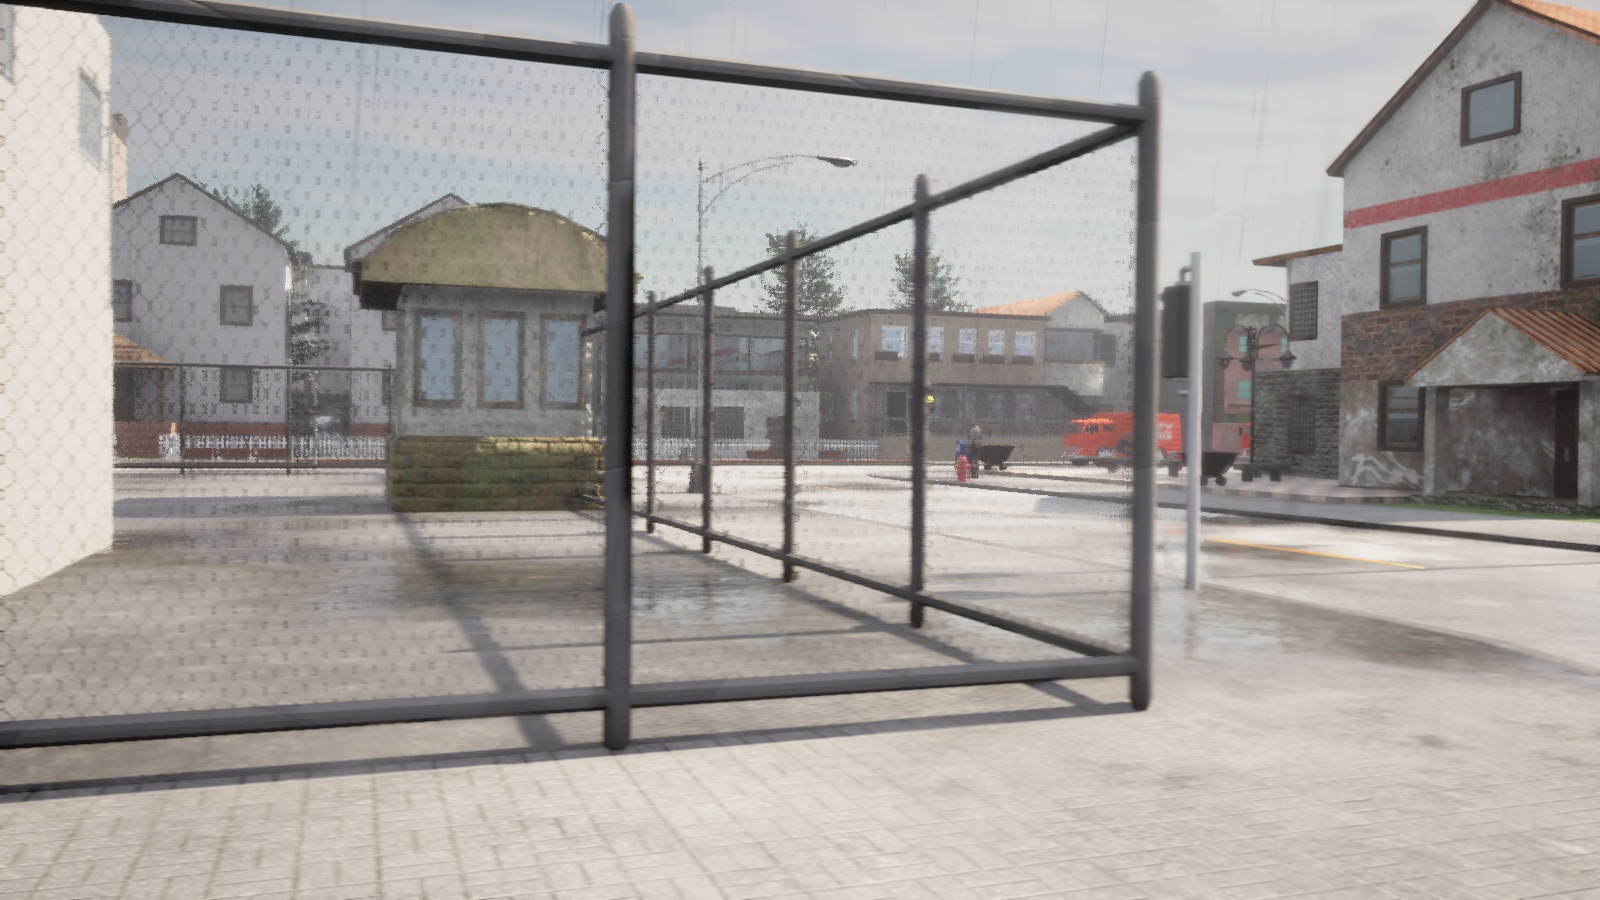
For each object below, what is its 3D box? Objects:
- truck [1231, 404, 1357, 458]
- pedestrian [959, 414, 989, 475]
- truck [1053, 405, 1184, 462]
[{"bbox_3d":[23.745,-0.920,60.392,5.204,2.467,2.627,-1,1,-19],"label":"truck"},{"bbox_3d":[5.339,-0.176,38.540,0.540,1.848,0.694,-1,1,-38],"label":"pedestrian"},{"bbox_3d":[14.469,-0.765,57.082,5.204,2.467,2.627,-1,1,-20],"label":"truck"}]
